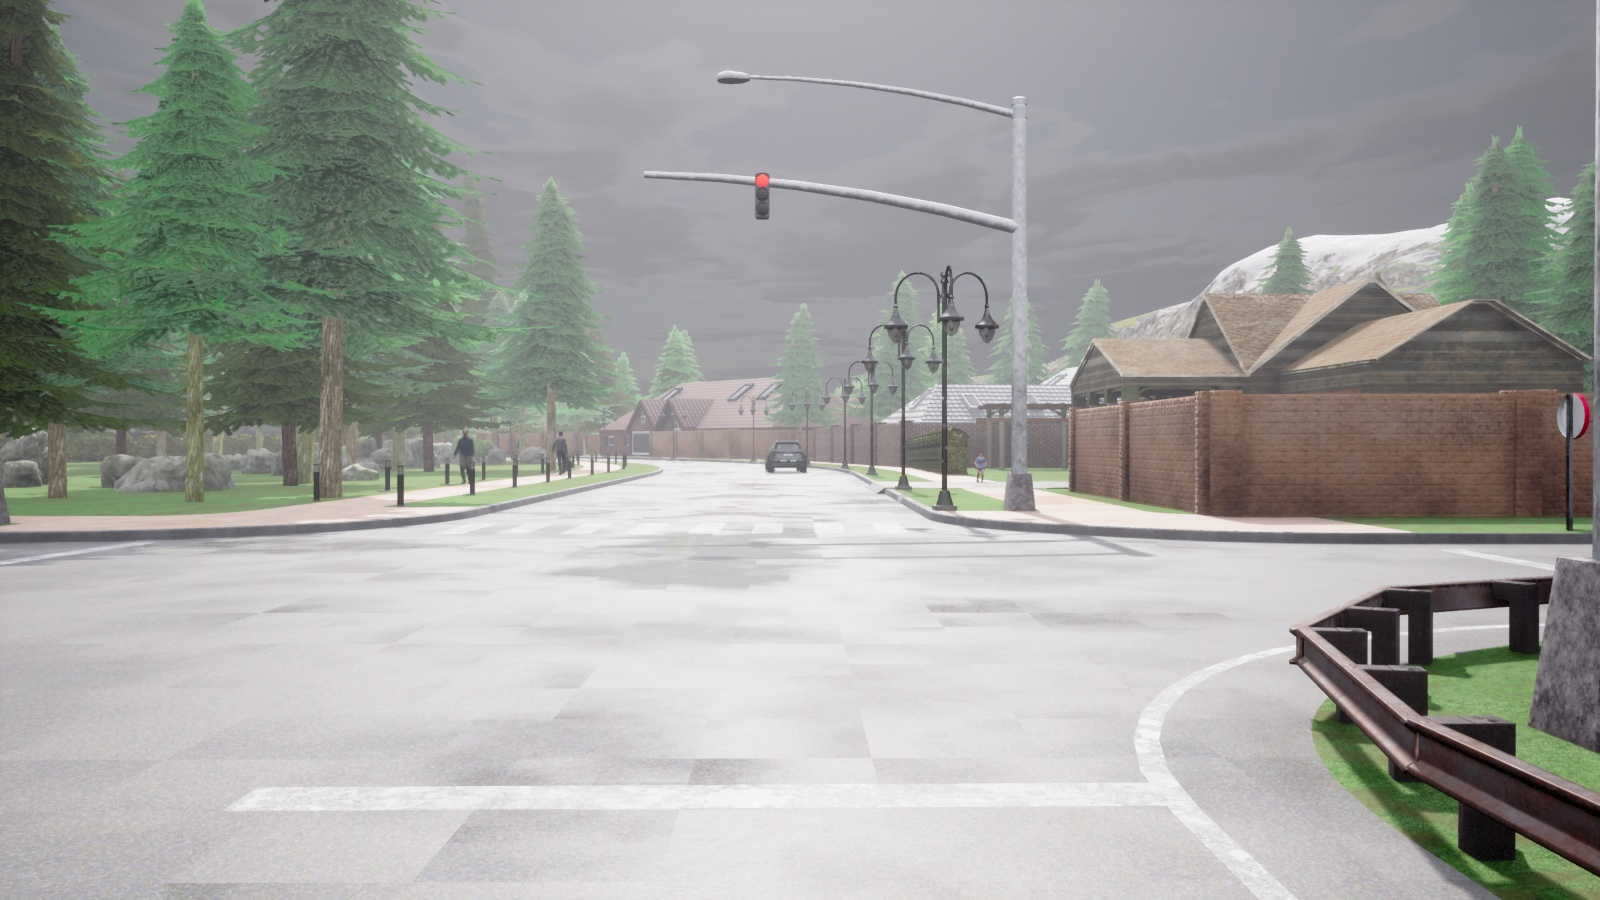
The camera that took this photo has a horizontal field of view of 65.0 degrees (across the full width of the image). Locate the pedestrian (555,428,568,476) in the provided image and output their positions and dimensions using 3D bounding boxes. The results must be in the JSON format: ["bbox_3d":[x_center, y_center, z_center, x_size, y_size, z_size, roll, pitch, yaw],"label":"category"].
[{"bbox_3d":[-9.797,0.073,51.621,0.423,1.949,0.788,0,0,-2],"label":"pedestrian"}]

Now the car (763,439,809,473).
[{"bbox_3d":[-0.749,0.288,63.453,2.033,1.649,4.856,0,0,-4],"label":"car"}]

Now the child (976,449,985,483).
[{"bbox_3d":[5.935,0.534,41.316,0.255,1.110,0.394,0,0,3],"label":"child"}]

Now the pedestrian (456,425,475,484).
[{"bbox_3d":[-10.560,0.140,39.621,0.402,1.842,0.726,0,0,0],"label":"pedestrian"}]
